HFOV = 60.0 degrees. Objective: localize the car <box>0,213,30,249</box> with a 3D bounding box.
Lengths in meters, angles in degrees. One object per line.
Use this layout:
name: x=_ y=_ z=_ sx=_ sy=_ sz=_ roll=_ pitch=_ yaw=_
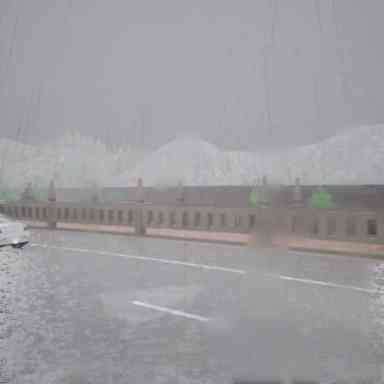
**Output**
car: x=-8.215 y=1.484 z=12.686 sx=4.674 sy=1.442 sz=1.812 roll=0 pitch=0 yaw=28
